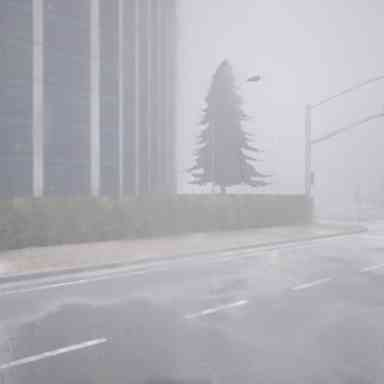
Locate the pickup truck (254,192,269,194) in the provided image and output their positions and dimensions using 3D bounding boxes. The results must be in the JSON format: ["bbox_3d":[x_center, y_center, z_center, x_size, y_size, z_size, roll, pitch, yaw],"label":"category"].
[{"bbox_3d":[14.223,0.986,67.454,2.390,2.098,6.274,0,0,-6],"label":"pickup truck"}]
